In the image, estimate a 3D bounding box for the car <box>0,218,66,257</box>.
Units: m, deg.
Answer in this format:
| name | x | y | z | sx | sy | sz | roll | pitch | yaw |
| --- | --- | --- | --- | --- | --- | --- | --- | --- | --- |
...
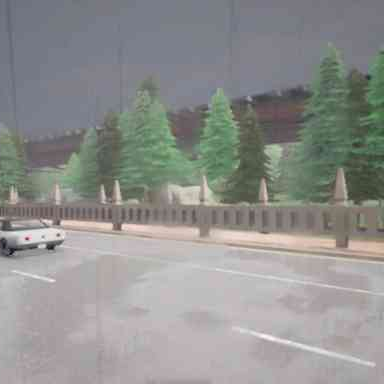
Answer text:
| name | x | y | z | sx | sy | sz | roll | pitch | yaw |
| --- | --- | --- | --- | --- | --- | --- | --- | --- | --- |
| car | -7.301 | 1.707 | 13.538 | 4.718 | 1.301 | 1.895 | -1 | 0 | 36 |
